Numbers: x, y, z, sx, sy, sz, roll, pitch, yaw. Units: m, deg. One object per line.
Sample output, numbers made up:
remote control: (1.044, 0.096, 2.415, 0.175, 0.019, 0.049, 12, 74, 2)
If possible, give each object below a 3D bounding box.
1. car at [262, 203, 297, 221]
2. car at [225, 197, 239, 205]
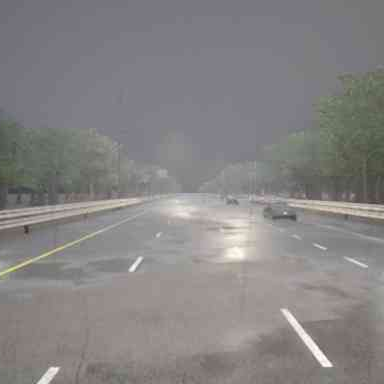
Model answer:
car: (7.016, 1.570, 26.970, 1.994, 1.385, 4.181, 0, 0, 0)
car: (7.039, 1.539, 59.208, 1.812, 1.442, 4.674, 0, 0, 0)
